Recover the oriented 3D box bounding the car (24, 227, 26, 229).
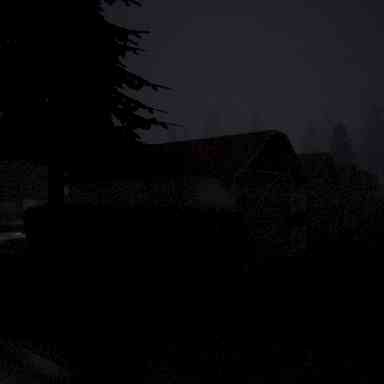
[{"bbox_3d":[-9.437,1.864,23.760,2.097,1.767,4.553,-1,-1,36],"label":"car"}]

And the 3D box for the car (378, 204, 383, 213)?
[{"bbox_3d":[22.601,2.036,41.491,4.902,1.511,2.128,-1,-1,29],"label":"car"}]
